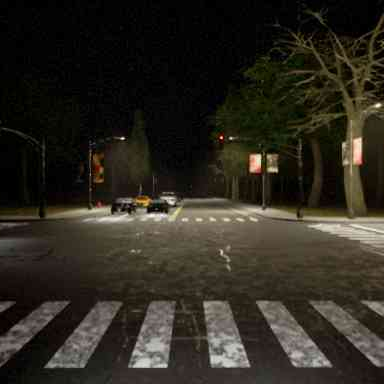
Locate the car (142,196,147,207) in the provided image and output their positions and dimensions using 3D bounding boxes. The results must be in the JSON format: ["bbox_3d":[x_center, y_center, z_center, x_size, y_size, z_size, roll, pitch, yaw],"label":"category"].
[{"bbox_3d":[-6.526,1.290,43.877,1.882,1.535,5.008,0,0,0],"label":"car"}]

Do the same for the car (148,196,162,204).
[{"bbox_3d":[-6.484,1.391,58.716,1.994,1.385,4.181,0,0,0],"label":"car"}]

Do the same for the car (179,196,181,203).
[{"bbox_3d":[-3.163,1.448,66.632,1.895,1.301,4.718,0,0,0],"label":"car"}]

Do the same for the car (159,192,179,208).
[{"bbox_3d":[-3.271,1.034,45.397,2.150,2.045,5.566,0,0,0],"label":"car"}]

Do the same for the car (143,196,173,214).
[{"bbox_3d":[-3.289,1.403,33.045,1.994,1.385,4.181,0,0,1],"label":"car"}]

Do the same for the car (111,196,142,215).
[{"bbox_3d":[-6.549,1.333,32.405,2.128,1.511,4.902,0,0,0],"label":"car"}]
